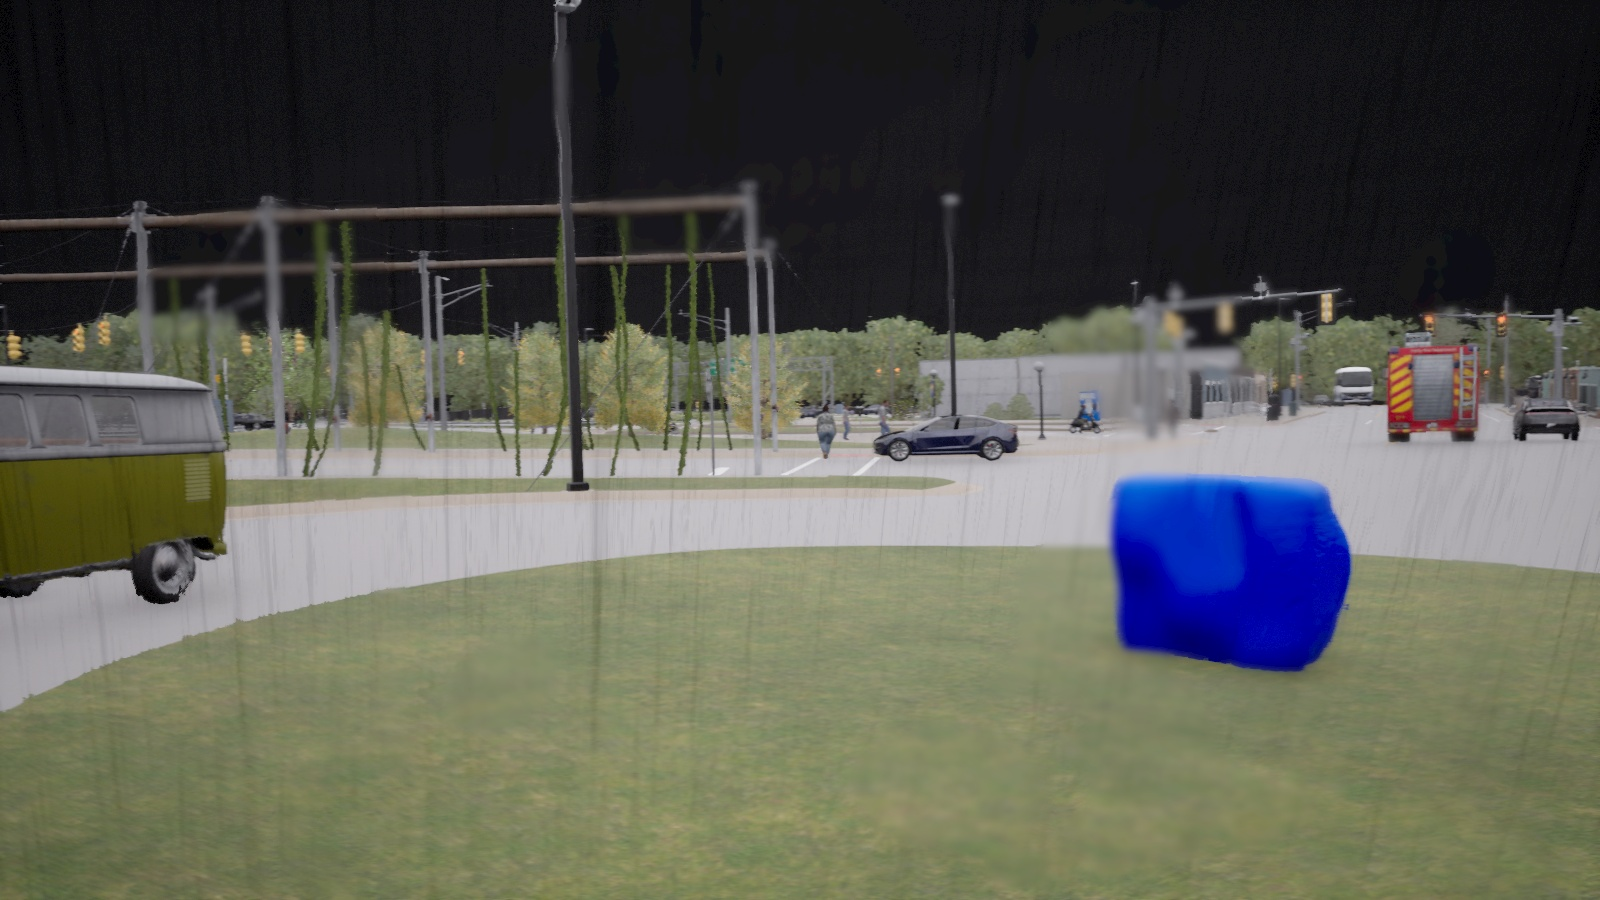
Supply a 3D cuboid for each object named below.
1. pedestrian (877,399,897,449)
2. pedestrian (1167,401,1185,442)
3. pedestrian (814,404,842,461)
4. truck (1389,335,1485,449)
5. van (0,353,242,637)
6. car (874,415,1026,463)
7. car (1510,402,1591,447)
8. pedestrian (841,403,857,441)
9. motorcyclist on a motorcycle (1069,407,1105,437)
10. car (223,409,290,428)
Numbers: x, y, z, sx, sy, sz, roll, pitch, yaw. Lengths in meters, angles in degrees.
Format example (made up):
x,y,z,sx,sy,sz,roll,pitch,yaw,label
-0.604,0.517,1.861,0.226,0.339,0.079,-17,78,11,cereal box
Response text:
x,y,z,sx,sy,sz,roll,pitch,yaw,label
3.258,-0.985,47.114,0.706,1.836,0.354,-1,3,1,pedestrian
18.189,-1.360,60.693,0.659,1.952,0.873,0,3,28,pedestrian
0.927,-0.595,41.717,0.874,1.855,0.900,-1,3,3,pedestrian
23.437,-2.038,46.429,2.891,3.827,8.468,0,1,26,truck
-6.383,0.292,9.452,1.775,1.987,4.442,1,2,11,van
4.884,-0.385,41.457,4.792,1.488,2.163,0,3,0,car
26.864,-0.916,45.105,2.128,1.511,4.902,0,1,27,car
2.454,-1.401,62.841,0.706,1.836,0.354,0,3,24,pedestrian
15.856,-1.561,69.343,1.817,1.590,0.866,1,3,21,motorcyclist on a motorcycle
-38.758,-2.225,89.515,4.718,1.301,1.895,1,2,29,car
